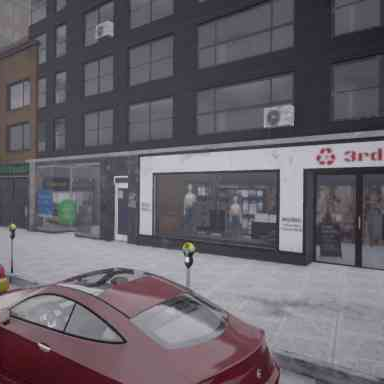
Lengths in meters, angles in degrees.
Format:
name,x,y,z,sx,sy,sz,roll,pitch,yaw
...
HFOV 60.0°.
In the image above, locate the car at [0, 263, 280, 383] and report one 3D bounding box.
name,x,y,z,sx,sy,sz,roll,pitch,yaw
car,-1.118,1.581,3.866,4.206,1.307,1.802,0,1,35
